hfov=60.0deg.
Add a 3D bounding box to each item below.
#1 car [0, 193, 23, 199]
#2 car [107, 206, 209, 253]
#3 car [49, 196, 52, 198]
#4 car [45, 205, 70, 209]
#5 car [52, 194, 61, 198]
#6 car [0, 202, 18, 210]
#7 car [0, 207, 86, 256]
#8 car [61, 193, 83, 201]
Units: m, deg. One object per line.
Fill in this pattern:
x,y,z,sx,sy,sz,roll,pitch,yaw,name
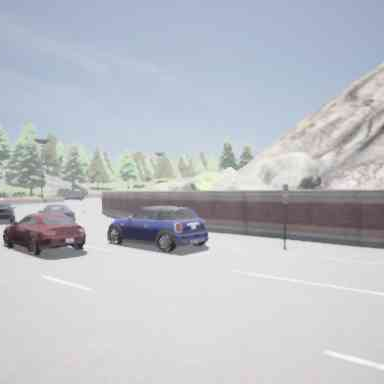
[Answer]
-35.585,1.437,65.286,1.882,1.535,5.008,0,1,20,car
-1.570,1.371,14.054,4.553,1.767,2.097,0,0,40,car
-33.753,1.307,83.412,1.994,1.385,4.181,0,1,33,car
-9.537,1.590,23.330,2.033,1.411,5.357,0,0,-32,car
-30.900,1.104,81.389,2.097,1.767,4.553,0,1,33,car
-14.534,1.556,25.335,1.837,1.490,4.892,-1,0,-26,car
-5.916,1.551,13.285,4.674,1.442,1.812,0,0,45,car
-28.077,1.267,79.319,1.812,1.442,4.674,0,1,33,car
